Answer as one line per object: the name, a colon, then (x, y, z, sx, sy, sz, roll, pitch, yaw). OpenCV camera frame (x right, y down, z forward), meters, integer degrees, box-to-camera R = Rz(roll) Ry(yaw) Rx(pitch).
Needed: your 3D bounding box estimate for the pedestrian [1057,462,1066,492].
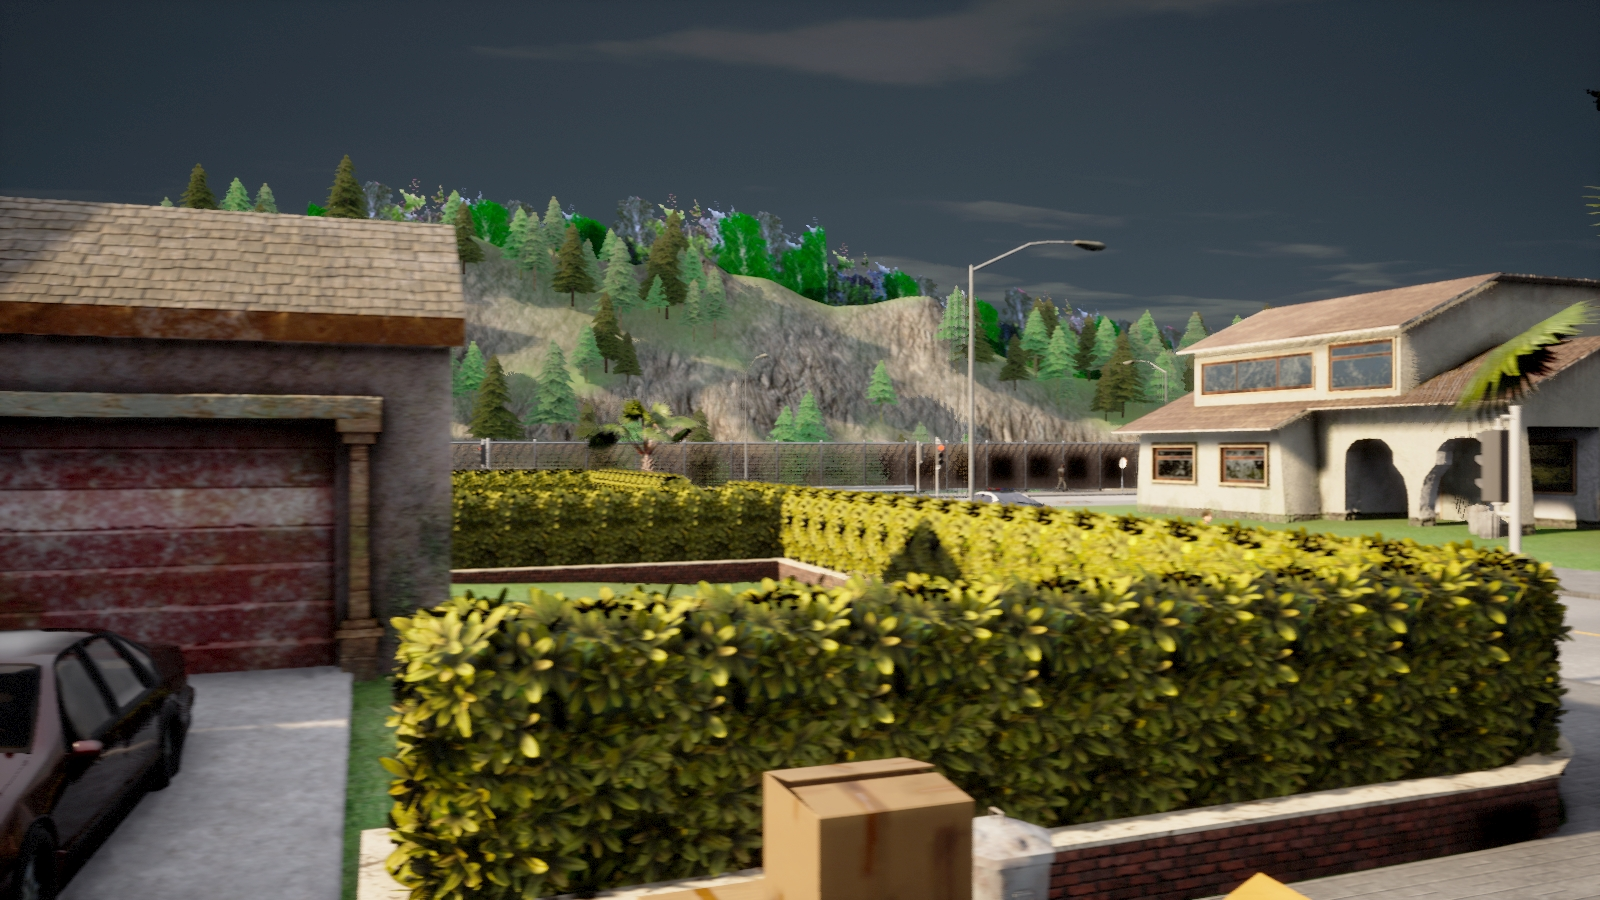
pedestrian: (16.471, 1.717, 71.949, 0.375, 1.860, 0.375, 0, 0, -26)

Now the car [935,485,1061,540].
car: (6.484, 2.024, 38.025, 2.038, 1.542, 4.974, 0, 0, -18)
